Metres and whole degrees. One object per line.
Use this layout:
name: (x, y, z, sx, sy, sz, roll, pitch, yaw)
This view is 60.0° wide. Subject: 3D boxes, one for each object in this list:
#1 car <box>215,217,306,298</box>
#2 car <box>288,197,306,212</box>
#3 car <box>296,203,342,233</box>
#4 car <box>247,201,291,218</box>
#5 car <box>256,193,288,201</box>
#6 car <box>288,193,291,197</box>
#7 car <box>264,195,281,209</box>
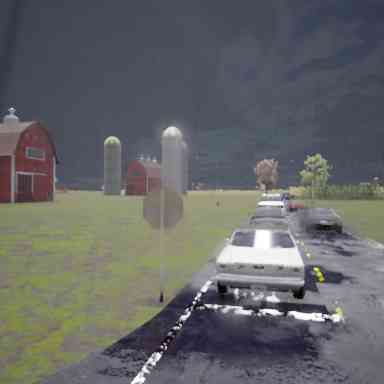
car: (1.847, 1.598, 8.771, 1.895, 1.301, 4.718, 0, 0, 14)
car: (11.868, 1.573, 37.302, 1.895, 1.301, 4.718, 0, 0, 14)
car: (7.500, 1.552, 19.629, 1.994, 1.385, 4.181, 0, 0, 14)
car: (4.151, 1.495, 17.976, 1.837, 1.490, 4.892, 0, 0, 14)
car: (6.903, 1.205, 29.086, 2.150, 2.045, 5.566, 0, 0, 13)
car: (21.466, 1.135, 76.085, 2.150, 2.045, 5.566, 0, 0, 14)
car: (10.951, 1.315, 45.056, 2.097, 1.767, 4.553, 0, 0, 14)
